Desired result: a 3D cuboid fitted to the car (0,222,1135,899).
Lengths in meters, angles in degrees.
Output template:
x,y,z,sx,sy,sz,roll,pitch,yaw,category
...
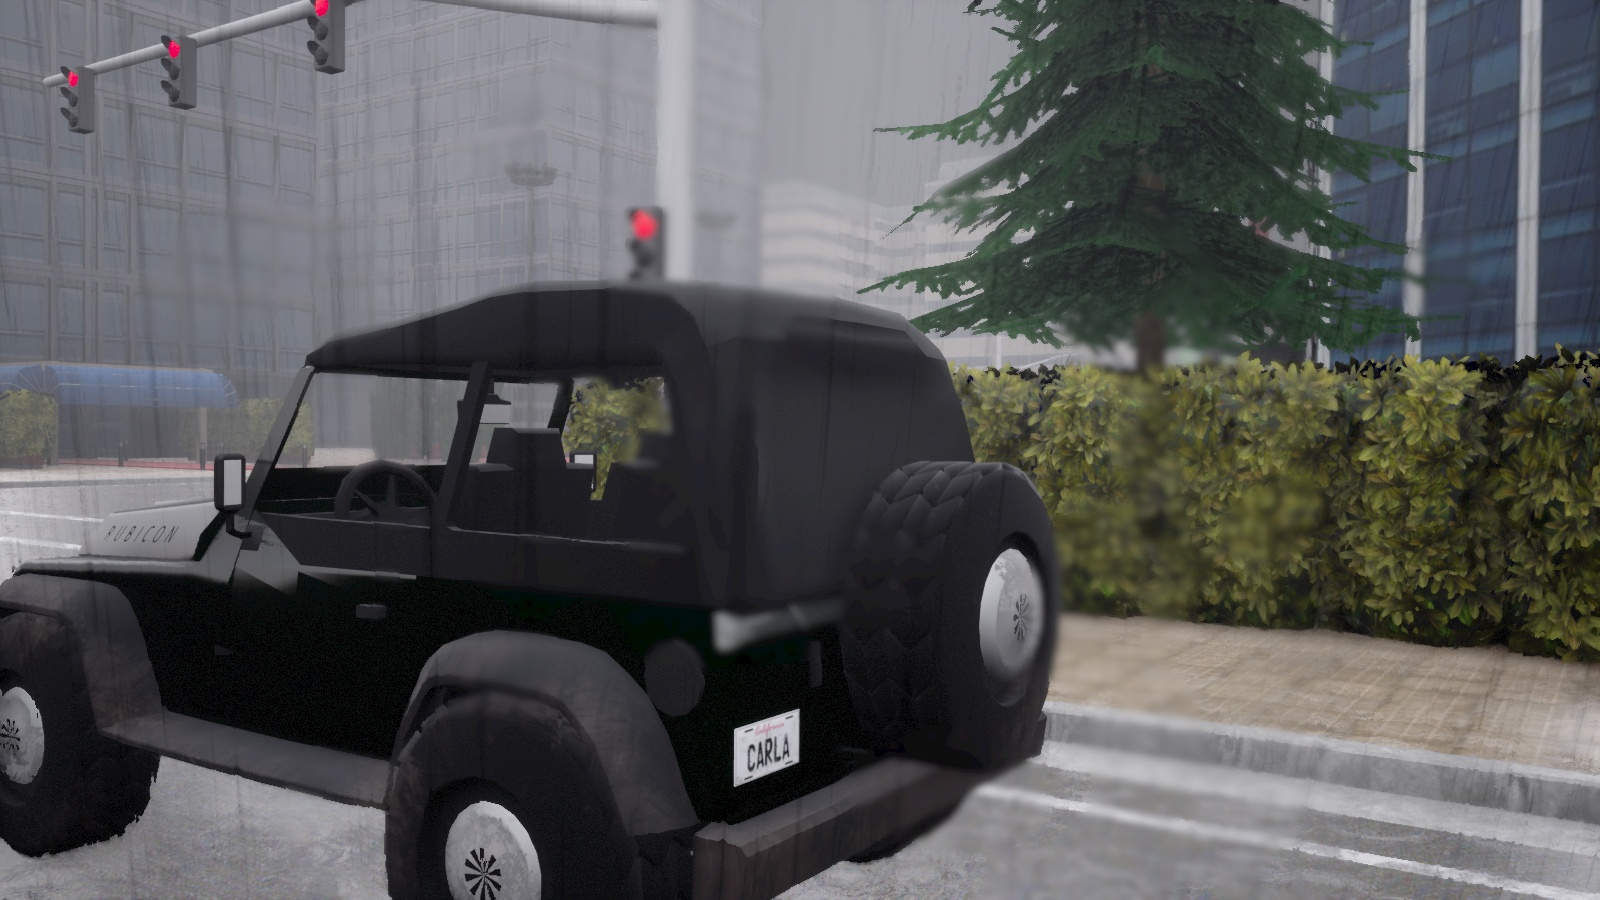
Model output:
x,y,z,sx,sy,sz,roll,pitch,yaw,category
-1.061,0.478,4.325,3.866,1.878,1.905,0,1,34,car
